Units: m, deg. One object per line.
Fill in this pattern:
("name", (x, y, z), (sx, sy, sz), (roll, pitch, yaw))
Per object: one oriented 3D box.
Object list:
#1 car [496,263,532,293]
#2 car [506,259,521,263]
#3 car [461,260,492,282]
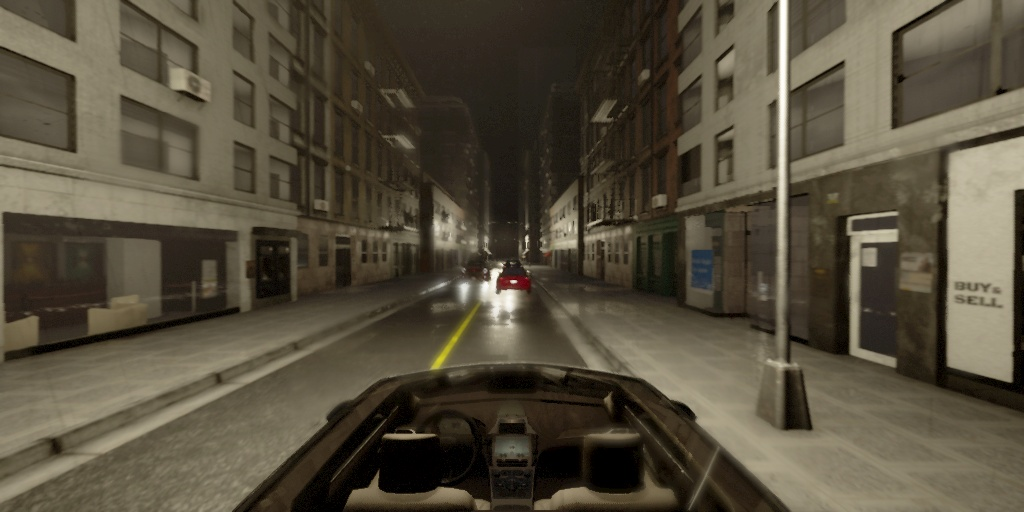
("car", (0.101, 1.310, 20.629), (1.994, 1.385, 4.181), (0, 0, 0))
("car", (0.104, 1.101, 36.078), (2.097, 1.767, 4.553), (0, 0, 0))
("car", (-2.778, 1.098, 28.710), (2.097, 1.767, 4.553), (0, 0, 0))
